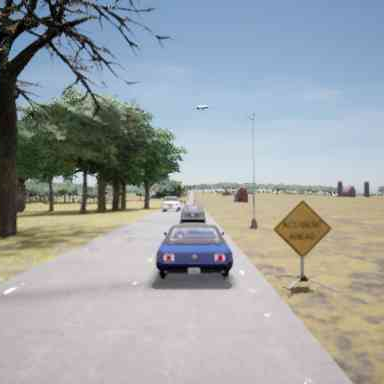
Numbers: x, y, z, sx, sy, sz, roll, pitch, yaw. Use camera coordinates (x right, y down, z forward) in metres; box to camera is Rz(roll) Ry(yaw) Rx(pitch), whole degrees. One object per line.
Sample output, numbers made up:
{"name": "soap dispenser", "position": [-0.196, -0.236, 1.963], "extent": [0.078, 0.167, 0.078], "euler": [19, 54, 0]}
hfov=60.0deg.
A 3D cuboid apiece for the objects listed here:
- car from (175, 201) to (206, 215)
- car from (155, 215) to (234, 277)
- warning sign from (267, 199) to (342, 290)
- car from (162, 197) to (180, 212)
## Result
{"name": "car", "position": [0.072, 1.653, 24.796], "extent": [2.033, 1.411, 5.357], "euler": [0, -1, 0]}
{"name": "car", "position": [0.063, 1.589, 10.103], "extent": [1.895, 1.301, 4.718], "euler": [0, 0, 0]}
{"name": "warning sign", "position": [2.447, 1.096, 7.400], "extent": [1.300, 1.860, 1.060], "euler": [0, 0, 0]}
{"name": "car", "position": [-2.828, 1.666, 45.990], "extent": [2.150, 2.045, 5.566], "euler": [0, -1, 0]}
